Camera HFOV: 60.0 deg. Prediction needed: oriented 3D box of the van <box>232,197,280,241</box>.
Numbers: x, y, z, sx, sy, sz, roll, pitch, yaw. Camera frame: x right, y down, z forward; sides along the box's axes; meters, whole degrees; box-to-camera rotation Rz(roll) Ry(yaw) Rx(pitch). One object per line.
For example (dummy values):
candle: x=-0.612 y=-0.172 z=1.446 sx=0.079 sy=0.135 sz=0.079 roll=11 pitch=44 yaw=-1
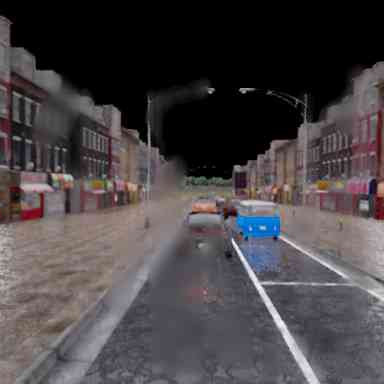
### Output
van: x=3.135 y=1.334 z=16.313 sx=1.690 sy=1.788 sz=3.998 roll=-1 pitch=0 yaw=2

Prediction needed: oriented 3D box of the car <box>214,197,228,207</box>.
car: x=4.316 y=1.505 z=49.488 sx=1.802 sy=1.307 sz=4.206 roll=-1 pitch=0 yaw=2

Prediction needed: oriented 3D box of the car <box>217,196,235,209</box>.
car: x=3.528 y=1.285 z=27.371 sx=2.192 sy=1.841 sz=5.009 roll=-1 pitch=0 yaw=2

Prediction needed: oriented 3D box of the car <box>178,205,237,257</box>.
car: x=0.495 y=1.477 z=12.946 sx=1.837 sy=1.490 sz=4.892 roll=1 pitch=0 yaw=2

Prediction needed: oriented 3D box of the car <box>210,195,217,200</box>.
car: x=5.689 y=1.431 z=88.190 sx=1.802 sy=1.307 sz=4.206 roll=-1 pitch=0 yaw=2

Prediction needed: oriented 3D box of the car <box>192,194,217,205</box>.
car: x=1.080 y=1.289 z=29.379 sx=2.097 sy=1.767 sz=4.553 roll=1 pitch=0 yaw=2

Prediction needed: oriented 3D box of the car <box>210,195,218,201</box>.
car: x=5.493 y=1.425 z=82.661 sx=1.947 sy=1.339 sz=4.313 roll=-1 pitch=0 yaw=2
